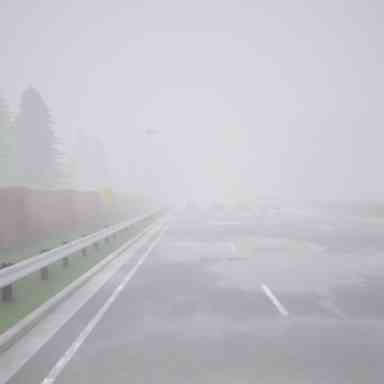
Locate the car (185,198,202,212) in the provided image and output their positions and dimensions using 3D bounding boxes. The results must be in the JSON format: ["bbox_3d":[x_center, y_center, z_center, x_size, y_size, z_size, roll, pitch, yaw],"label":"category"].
[{"bbox_3d":[-0.015,1.949,45.429,2.033,1.411,5.357,0,0,0],"label":"car"}]

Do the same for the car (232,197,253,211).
[{"bbox_3d":[6.982,1.842,47.204,1.882,1.535,5.008,0,0,0],"label":"car"}]

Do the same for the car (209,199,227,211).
[{"bbox_3d":[3.483,1.986,46.551,1.895,1.301,4.718,0,0,0],"label":"car"}]

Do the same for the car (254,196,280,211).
[{"bbox_3d":[10.477,1.548,45.814,2.150,2.045,5.566,0,0,0],"label":"car"}]
